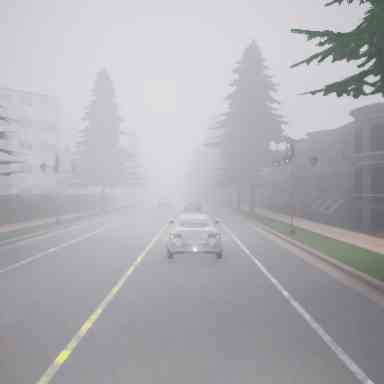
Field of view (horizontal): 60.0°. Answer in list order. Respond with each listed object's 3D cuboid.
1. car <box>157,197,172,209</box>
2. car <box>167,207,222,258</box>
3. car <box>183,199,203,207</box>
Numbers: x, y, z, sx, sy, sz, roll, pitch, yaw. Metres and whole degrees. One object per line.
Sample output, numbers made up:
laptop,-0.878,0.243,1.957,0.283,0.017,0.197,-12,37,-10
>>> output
car,-3.649,1.427,44.740,1.882,1.535,5.008,0,0,-1
car,0.088,1.511,12.513,1.812,1.442,4.674,0,0,0
car,0.101,1.452,34.793,2.128,1.511,4.902,0,0,0
